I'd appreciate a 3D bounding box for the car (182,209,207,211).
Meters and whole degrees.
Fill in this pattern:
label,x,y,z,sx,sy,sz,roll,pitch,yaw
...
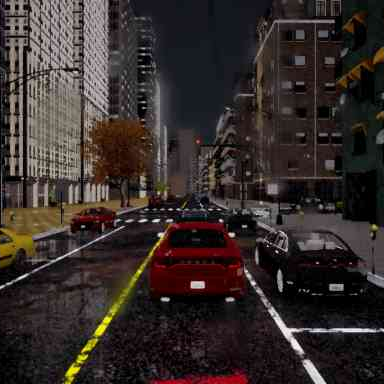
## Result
label,x,y,z,sx,sy,sz,roll,pitch,yaw
car,0.126,1.605,18.401,1.895,1.301,4.718,0,0,0

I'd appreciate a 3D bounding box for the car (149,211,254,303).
label,x,y,z,sx,sy,sz,roll,pitch,yaw
car,0.109,1.478,8.310,1.882,1.535,5.008,0,0,0

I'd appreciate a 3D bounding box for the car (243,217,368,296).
label,x,y,z,sx,sy,sz,roll,pitch,yaw
car,2.707,1.552,8.403,2.008,1.369,4.403,0,0,0

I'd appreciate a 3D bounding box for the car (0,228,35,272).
label,x,y,z,sx,sy,sz,roll,pitch,yaw
car,-5.673,1.526,8.251,1.752,1.417,4.829,0,0,0

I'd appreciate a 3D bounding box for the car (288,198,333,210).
label,x,y,z,sx,sy,sz,roll,pitch,yaw
car,13.508,1.359,38.852,4.403,1.369,2.008,-1,1,0

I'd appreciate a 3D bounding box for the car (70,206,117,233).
label,x,y,z,sx,sy,sz,roll,pitch,yaw
car,-5.650,1.549,19.487,1.887,1.381,4.507,0,0,0

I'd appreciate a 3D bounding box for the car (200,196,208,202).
label,x,y,z,sx,sy,sz,roll,pitch,yaw
car,2.858,1.599,79.641,1.752,1.417,4.829,0,0,0

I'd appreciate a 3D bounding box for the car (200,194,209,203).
label,x,y,z,sx,sy,sz,roll,pitch,yaw
car,2.846,1.630,73.948,1.947,1.339,4.313,0,0,0

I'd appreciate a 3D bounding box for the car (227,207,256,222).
label,x,y,z,sx,sy,sz,roll,pitch,yaw
car,2.730,1.555,19.469,2.008,1.369,4.403,0,0,0

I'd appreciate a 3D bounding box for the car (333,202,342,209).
label,x,y,z,sx,sy,sz,roll,pitch,yaw
car,18.905,1.259,38.895,4.829,1.417,1.752,-1,1,0

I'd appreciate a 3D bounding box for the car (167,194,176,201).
label,x,y,z,sx,sy,sz,roll,pitch,yaw
car,-5.501,1.410,90.535,2.192,1.841,5.009,0,0,0

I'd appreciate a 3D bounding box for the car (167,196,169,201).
label,x,y,z,sx,sy,sz,roll,pitch,yaw
car,-5.570,1.607,57.398,1.947,1.339,4.313,0,0,0

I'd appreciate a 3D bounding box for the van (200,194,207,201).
label,x,y,z,sx,sy,sz,roll,pitch,yaw
van,2.869,1.424,84.995,1.690,1.788,3.998,0,0,0

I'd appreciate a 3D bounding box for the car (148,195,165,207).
label,x,y,z,sx,sy,sz,roll,pitch,yaw
car,-5.582,1.349,51.875,2.192,1.841,5.009,0,0,0

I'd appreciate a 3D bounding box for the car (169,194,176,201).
label,x,y,z,sx,sy,sz,roll,pitch,yaw
car,-5.512,1.649,85.012,1.947,1.339,4.313,0,0,0
